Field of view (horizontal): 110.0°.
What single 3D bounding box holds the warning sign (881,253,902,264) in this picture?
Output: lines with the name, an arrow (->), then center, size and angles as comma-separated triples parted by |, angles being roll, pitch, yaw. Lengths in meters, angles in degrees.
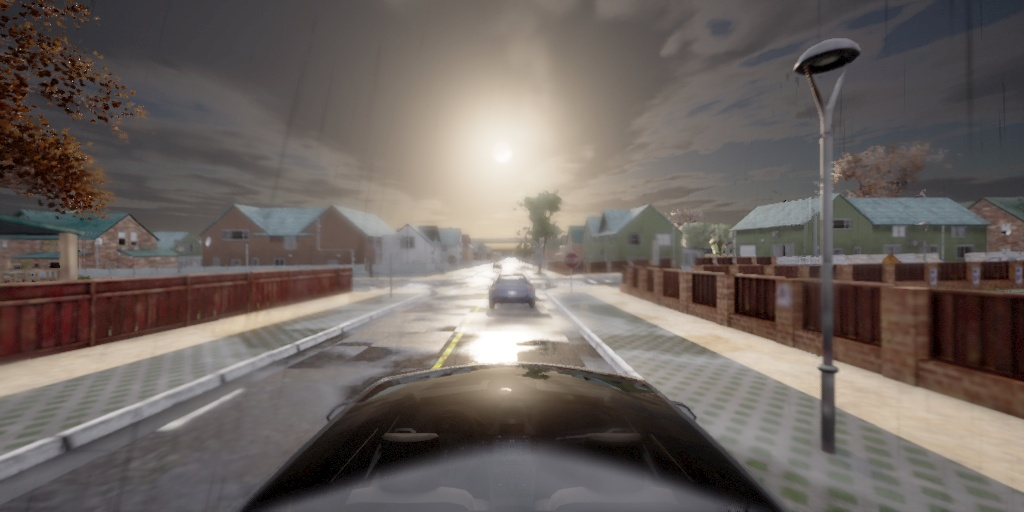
warning sign -> 25.185, 0.714, 23.779 | 1.060, 1.860, 1.300 | 0, 0, 0

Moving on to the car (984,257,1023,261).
car -> 37.035, 0.829, 26.346 | 4.902, 1.511, 2.128 | -1, 1, 0

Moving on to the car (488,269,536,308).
car -> -0.018, 1.445, 16.130 | 1.994, 1.385, 4.181 | 0, 0, -1
